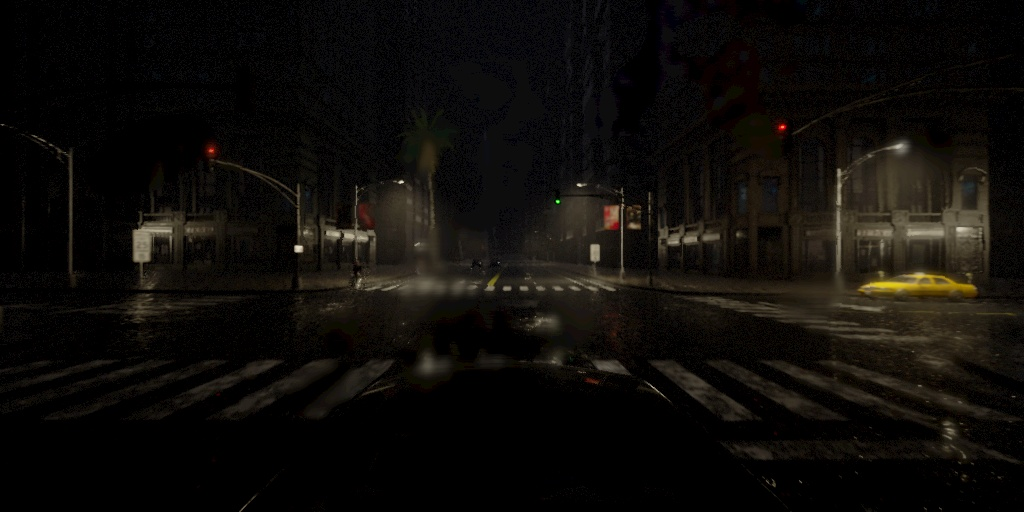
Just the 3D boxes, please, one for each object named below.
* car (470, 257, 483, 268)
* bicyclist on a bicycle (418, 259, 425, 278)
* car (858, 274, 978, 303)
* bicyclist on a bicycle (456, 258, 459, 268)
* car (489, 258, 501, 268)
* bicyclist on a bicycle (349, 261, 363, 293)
[{"bbox_3d":[-6.296,1.378,64.895,1.837,1.490,4.892,0,0,0],"label":"car"},{"bbox_3d":[-8.645,1.177,33.991,0.659,1.776,1.843,0,0,0],"label":"bicyclist on a bicycle"},{"bbox_3d":[20.641,1.597,18.351,4.829,1.417,1.751,0,0,0],"label":"car"},{"bbox_3d":[-8.573,1.079,56.623,0.582,1.620,1.656,0,0,0],"label":"bicyclist on a bicycle"},{"bbox_3d":[-3.046,1.199,64.915,2.097,1.767,4.553,0,0,0],"label":"car"},{"bbox_3d":[-8.695,1.145,19.959,0.659,1.776,1.843,-1,-1,0],"label":"bicyclist on a bicycle"}]
